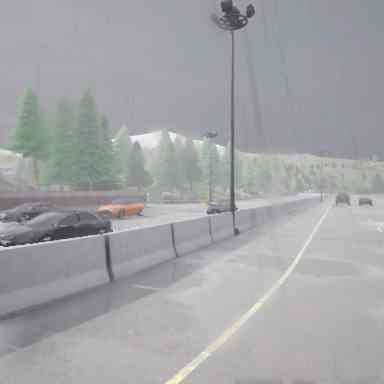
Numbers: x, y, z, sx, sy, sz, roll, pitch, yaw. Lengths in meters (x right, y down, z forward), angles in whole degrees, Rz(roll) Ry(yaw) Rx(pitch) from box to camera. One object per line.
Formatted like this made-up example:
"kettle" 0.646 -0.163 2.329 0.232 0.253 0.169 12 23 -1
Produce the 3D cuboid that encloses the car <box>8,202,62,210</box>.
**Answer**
"car" -11.699 1.491 24.510 2.128 1.511 4.902 0 0 24

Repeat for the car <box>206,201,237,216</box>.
"car" 2.862 1.565 31.477 1.994 1.385 4.181 0 0 24

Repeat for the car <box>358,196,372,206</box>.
"car" 29.446 1.492 56.579 2.128 1.511 4.902 0 0 24

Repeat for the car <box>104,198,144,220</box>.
"car" -6.052 1.351 28.654 2.097 1.767 4.553 0 0 24

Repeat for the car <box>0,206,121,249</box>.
"car" -5.280 1.506 13.432 1.837 1.490 4.892 0 0 26

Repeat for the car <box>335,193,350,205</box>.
"car" 25.960 1.221 57.348 2.150 2.045 5.566 0 0 24
